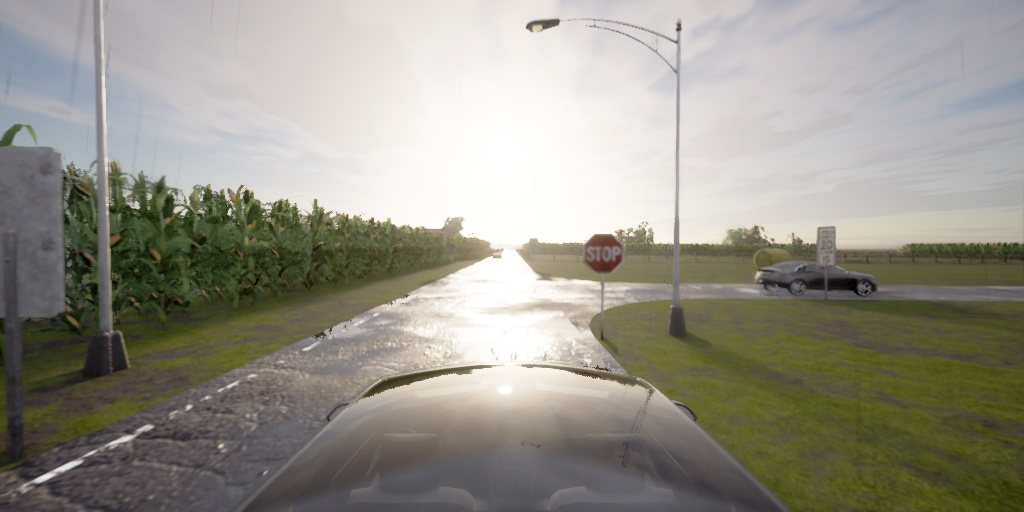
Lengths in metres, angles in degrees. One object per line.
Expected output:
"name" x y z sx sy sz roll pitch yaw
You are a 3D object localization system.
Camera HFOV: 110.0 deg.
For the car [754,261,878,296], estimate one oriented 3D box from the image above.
"car" 14.058 1.005 16.707 4.902 1.511 2.128 0 1 1
